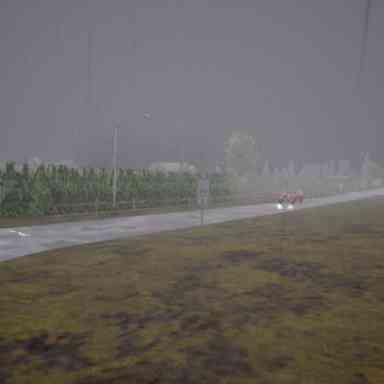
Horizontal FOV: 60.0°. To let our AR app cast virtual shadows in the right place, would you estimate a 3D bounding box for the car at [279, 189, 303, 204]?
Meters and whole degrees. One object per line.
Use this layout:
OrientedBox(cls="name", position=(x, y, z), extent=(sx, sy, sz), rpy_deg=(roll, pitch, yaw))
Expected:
OrientedBox(cls="car", position=(14.768, 0.641, 49.354), extent=(2.150, 2.045, 5.566), rpy_deg=(3, 3, 36))
